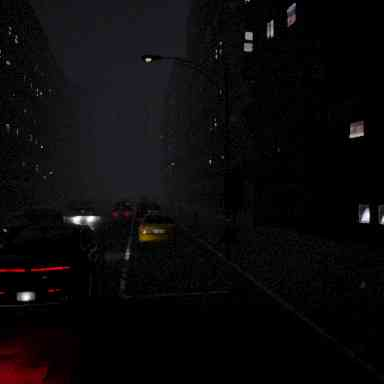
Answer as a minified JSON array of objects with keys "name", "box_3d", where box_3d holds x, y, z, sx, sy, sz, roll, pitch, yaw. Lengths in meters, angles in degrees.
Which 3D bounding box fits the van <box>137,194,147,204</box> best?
[{"name":"van","box_3d":[-9.702,1.346,64.512,1.690,1.788,3.998,1,0,-9]}]

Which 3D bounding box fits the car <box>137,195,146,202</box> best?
[{"name":"car","box_3d":[-11.495,1.442,75.449,1.967,1.590,4.097,1,0,-9]}]

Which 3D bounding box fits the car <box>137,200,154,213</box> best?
[{"name":"car","box_3d":[-5.228,1.591,37.173,1.802,1.307,4.206,1,0,-9]}]

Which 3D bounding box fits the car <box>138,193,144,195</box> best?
[{"name":"car","box_3d":[-8.808,1.446,59.045,1.967,1.590,4.097,1,0,-9]}]

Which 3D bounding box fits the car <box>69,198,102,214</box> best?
[{"name":"car","box_3d":[-10.298,1.582,32.360,1.994,1.385,4.181,0,0,-9]}]

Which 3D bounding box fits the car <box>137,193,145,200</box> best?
[{"name":"car","box_3d":[-14.179,1.310,91.852,2.192,1.841,5.009,1,0,-9]}]

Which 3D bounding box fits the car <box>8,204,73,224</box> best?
[{"name":"car","box_3d":[-7.807,1.562,17.009,2.033,1.411,5.357,0,0,-9]}]

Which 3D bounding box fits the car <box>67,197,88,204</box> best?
[{"name":"car","box_3d":[-14.385,1.568,41.235,1.887,1.381,4.507,1,0,-9]}]

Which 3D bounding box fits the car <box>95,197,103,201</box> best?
[{"name":"car","box_3d":[-17.072,1.564,57.639,1.887,1.381,4.507,1,0,-9]}]

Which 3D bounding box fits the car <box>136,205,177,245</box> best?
[{"name":"car","box_3d":[-1.674,1.529,15.470,1.752,1.417,4.829,1,0,-9]}]

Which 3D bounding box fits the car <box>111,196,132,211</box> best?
[{"name":"car","box_3d":[-8.398,1.539,40.160,1.812,1.442,4.674,0,0,-9]}]

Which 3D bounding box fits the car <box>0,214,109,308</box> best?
[{"name":"car","box_3d":[-3.188,1.509,7.994,1.837,1.490,4.892,0,0,-9]}]

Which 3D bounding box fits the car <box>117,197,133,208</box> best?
[{"name":"car","box_3d":[-10.100,1.560,50.333,2.033,1.411,5.357,0,0,-9]}]

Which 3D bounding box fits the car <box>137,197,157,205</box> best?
[{"name":"car","box_3d":[-3.435,1.448,26.238,1.967,1.590,4.097,1,0,-9]}]

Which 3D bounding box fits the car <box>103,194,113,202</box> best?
[{"name":"car","box_3d":[-20.654,1.565,79.510,2.008,1.369,4.403,1,0,-9]}]

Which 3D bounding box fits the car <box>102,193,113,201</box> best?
[{"name":"car","box_3d":[-21.545,1.327,84.978,2.192,1.841,5.009,1,0,-9]}]
